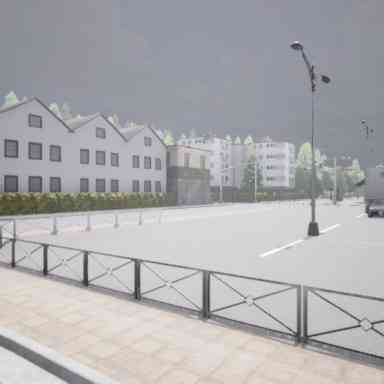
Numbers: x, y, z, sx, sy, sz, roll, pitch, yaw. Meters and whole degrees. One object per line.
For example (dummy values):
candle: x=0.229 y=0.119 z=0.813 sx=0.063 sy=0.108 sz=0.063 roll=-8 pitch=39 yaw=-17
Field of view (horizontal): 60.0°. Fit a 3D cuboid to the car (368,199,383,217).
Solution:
car: x=15.444 y=1.297 z=26.791 sx=2.007 sy=1.523 sz=4.514 roll=0 pitch=0 yaw=35
